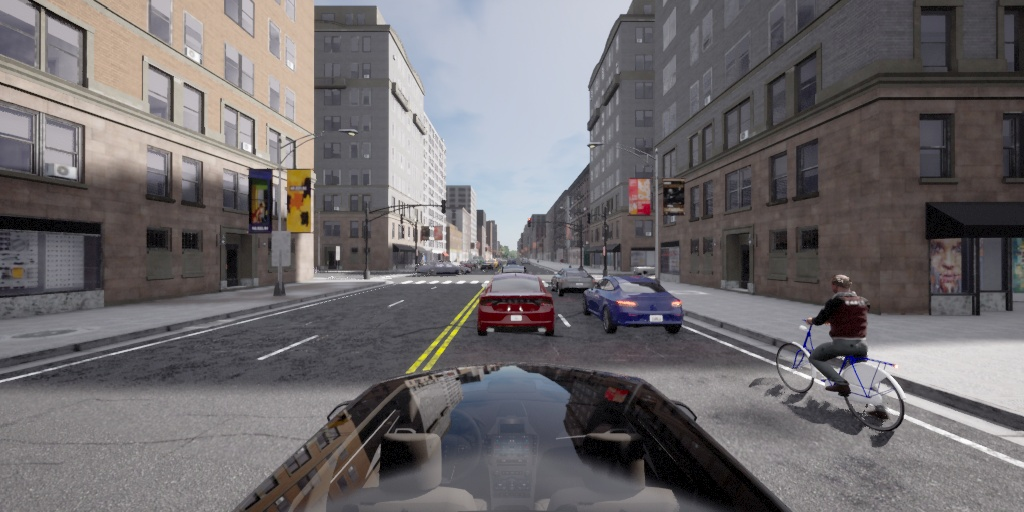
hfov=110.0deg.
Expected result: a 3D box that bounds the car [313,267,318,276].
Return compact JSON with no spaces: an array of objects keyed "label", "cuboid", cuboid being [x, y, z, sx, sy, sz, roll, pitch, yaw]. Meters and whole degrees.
[{"label":"car","cuboid":[-21.113,1.258,34.327,4.674,1.442,1.812,0,0,0]}]

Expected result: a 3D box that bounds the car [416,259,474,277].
[{"label":"car","cuboid":[-6.867,1.304,35.882,5.357,1.411,2.033,0,0,-19]}]

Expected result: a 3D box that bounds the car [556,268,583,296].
[{"label":"car","cuboid":[3.237,1.317,19.189,1.994,1.385,4.181,0,0,0]}]

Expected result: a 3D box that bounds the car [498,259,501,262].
[{"label":"car","cuboid":[-3.378,1.247,59.808,1.882,1.535,5.008,0,0,0]}]

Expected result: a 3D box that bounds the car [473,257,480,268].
[{"label":"car","cuboid":[-6.632,1.274,59.467,1.837,1.490,4.892,0,0,0]}]

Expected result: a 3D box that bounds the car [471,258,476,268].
[{"label":"car","cuboid":[-6.642,1.367,50.365,1.895,1.301,4.718,0,0,0]}]

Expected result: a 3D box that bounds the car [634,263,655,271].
[{"label":"car","cuboid":[15.024,1.410,37.170,4.718,1.301,1.895,0,0,1]}]

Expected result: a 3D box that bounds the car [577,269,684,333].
[{"label":"car","cuboid":[3.339,1.277,10.590,1.812,1.442,4.674,0,0,0]}]

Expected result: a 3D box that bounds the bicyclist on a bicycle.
[{"label":"bicyclist on a bicycle","cuboid":[4.144,1.121,4.713,0.659,1.776,1.843,0,0,0]}]

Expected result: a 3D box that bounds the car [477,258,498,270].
[{"label":"car","cuboid":[-3.382,1.367,50.416,1.895,1.301,4.718,0,0,0]}]

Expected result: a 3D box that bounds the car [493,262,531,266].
[{"label":"car","cuboid":[0.087,1.259,19.934,1.837,1.490,4.892,0,0,0]}]

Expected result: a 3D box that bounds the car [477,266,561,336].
[{"label":"car","cuboid":[0.095,1.229,10.451,1.882,1.535,5.008,0,0,0]}]
